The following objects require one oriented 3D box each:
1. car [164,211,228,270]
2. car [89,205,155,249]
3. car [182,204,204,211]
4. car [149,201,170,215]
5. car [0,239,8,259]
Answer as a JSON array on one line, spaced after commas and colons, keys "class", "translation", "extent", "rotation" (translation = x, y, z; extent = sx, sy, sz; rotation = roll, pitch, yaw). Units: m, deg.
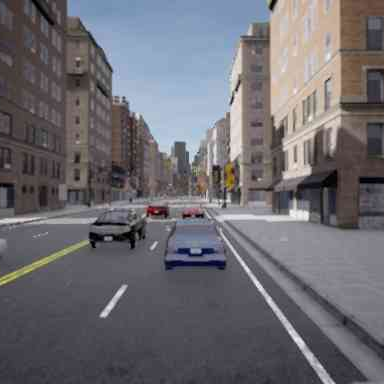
[{"class": "car", "translation": [0.099, 1.589, 11.143], "extent": [2.033, 1.411, 5.357], "rotation": [0, 0, 0]}, {"class": "car", "translation": [-3.150, 1.546, 14.925], "extent": [2.128, 1.511, 4.902], "rotation": [0, 0, 0]}, {"class": "car", "translation": [0.101, 1.700, 29.465], "extent": [1.895, 1.301, 4.718], "rotation": [0, 0, 0]}, {"class": "car", "translation": [-3.150, 1.584, 31.754], "extent": [1.882, 1.535, 5.008], "rotation": [0, 0, 0]}, {"class": "car", "translation": [-6.600, 1.632, 7.989], "extent": [1.895, 1.301, 4.718], "rotation": [0, 0, 0]}]
